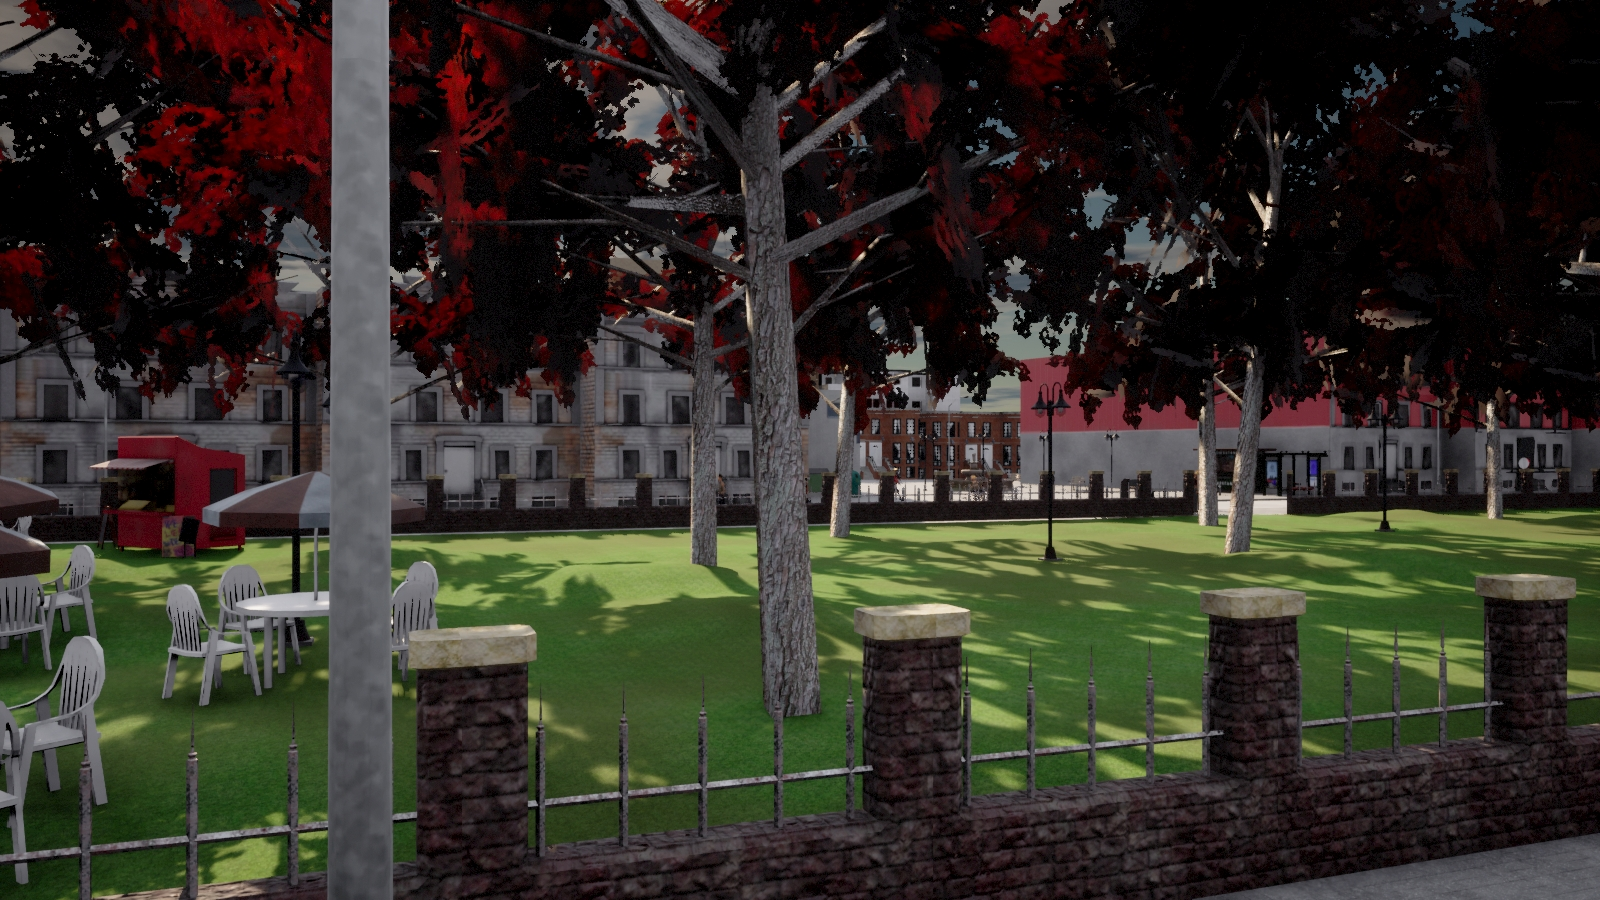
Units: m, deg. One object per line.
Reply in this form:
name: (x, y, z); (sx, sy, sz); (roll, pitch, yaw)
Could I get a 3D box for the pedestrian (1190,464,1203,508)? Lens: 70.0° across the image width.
pedestrian: (16.911, 1.538, 48.729); (0.375, 1.860, 0.375); (0, 0, -20)

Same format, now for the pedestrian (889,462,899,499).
pedestrian: (4.734, 1.516, 57.446); (0.375, 1.860, 0.375); (0, 0, -18)

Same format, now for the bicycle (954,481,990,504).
bicycle: (8.288, 2.047, 55.050); (1.487, 1.080, 0.859); (0, 0, -20)

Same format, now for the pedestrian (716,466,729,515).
pedestrian: (-2.940, 1.528, 43.259); (0.375, 1.860, 0.375); (0, 0, -31)
